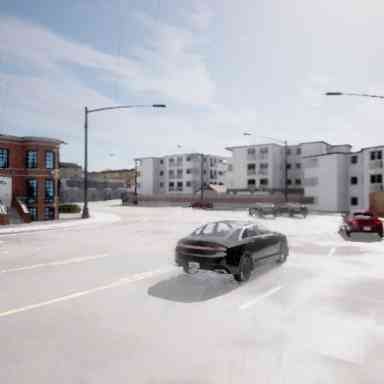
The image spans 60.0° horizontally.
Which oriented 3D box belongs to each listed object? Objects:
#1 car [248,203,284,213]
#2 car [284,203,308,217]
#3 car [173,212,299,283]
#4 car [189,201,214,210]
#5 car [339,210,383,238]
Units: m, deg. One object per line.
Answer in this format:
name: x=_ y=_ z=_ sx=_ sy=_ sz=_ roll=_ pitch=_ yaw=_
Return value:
car: x=7.474 y=1.906 z=35.471 sx=2.128 sy=1.511 sz=4.902 roll=0 pitch=-1 yaw=-9
car: x=10.837 y=1.918 z=36.322 sx=2.128 sy=1.511 sz=4.902 roll=0 pitch=-1 yaw=-9
car: x=1.429 y=1.611 z=10.202 sx=2.128 sy=1.511 sz=4.902 roll=0 pitch=-1 yaw=35
car: x=1.560 y=2.154 z=54.493 sx=1.812 sy=1.442 sz=4.674 roll=1 pitch=-1 yaw=-42
car: x=9.800 y=1.757 z=19.440 sx=1.812 sy=1.442 sz=4.674 roll=0 pitch=-1 yaw=18
